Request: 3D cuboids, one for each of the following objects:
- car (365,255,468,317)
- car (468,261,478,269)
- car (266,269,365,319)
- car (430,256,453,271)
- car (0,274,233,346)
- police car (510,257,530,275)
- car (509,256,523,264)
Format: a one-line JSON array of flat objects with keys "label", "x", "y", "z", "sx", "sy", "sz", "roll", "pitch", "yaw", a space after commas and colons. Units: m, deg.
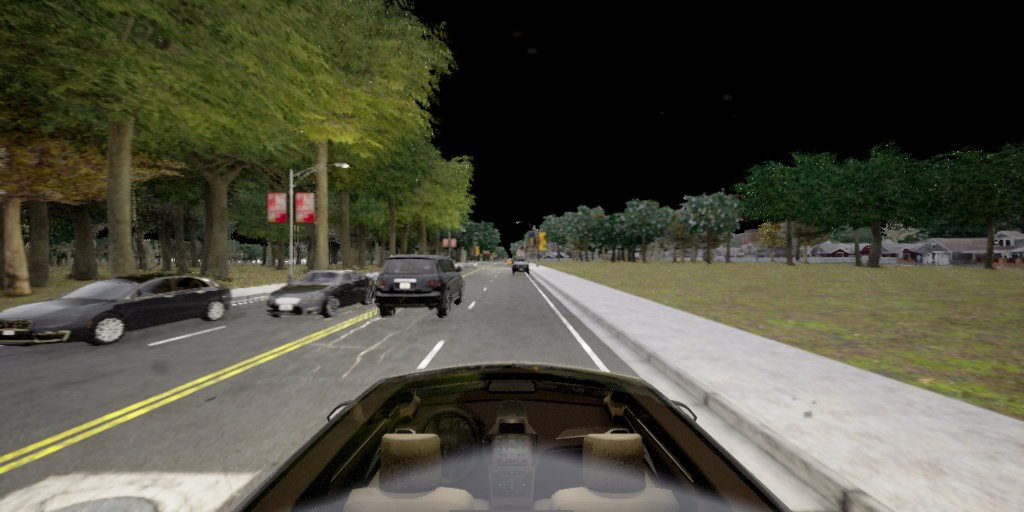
[{"label": "car", "x": -3.150, "y": 0.975, "z": 13.242, "sx": 2.150, "sy": 2.045, "sz": 5.566, "roll": 0, "pitch": 0, "yaw": 0}, {"label": "car", "x": -6.548, "y": 1.407, "z": 56.434, "sx": 1.895, "sy": 1.301, "sz": 4.718, "roll": 0, "pitch": 0, "yaw": 1}, {"label": "car", "x": -6.600, "y": 1.245, "z": 12.931, "sx": 2.128, "sy": 1.511, "sz": 4.902, "roll": 0, "pitch": 0, "yaw": 0}, {"label": "car", "x": -9.828, "y": 1.017, "z": 50.726, "sx": 2.150, "sy": 2.045, "sz": 5.566, "roll": 0, "pitch": 0, "yaw": 0}, {"label": "car", "x": -9.850, "y": 1.256, "z": 9.449, "sx": 1.837, "sy": 1.490, "sz": 4.892, "roll": 0, "pitch": 0, "yaw": 0}, {"label": "police car", "x": 0.970, "y": 1.206, "z": 39.972, "sx": 1.930, "sy": 1.638, "sz": 5.238, "roll": 0, "pitch": 0, "yaw": 0}, {"label": "car", "x": 0.969, "y": 1.146, "z": 49.833, "sx": 2.097, "sy": 1.767, "sz": 4.553, "roll": 0, "pitch": 0, "yaw": 0}]
